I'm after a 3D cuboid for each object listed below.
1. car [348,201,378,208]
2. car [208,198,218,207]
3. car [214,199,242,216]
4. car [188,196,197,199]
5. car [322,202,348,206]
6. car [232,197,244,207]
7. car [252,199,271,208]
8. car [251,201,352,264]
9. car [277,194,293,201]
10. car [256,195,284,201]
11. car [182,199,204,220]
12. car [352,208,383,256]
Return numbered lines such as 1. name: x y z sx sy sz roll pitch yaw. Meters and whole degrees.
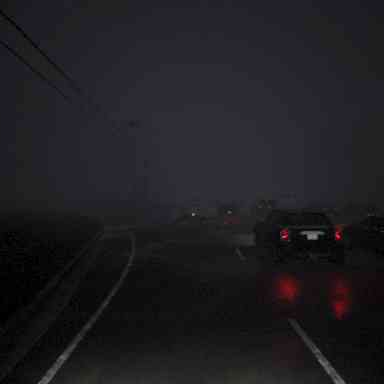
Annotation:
1. car: 14.101 1.564 28.405 1.837 1.490 4.892 0 0 0
2. car: 3.604 1.638 53.869 1.812 1.442 4.674 0 0 0
3. car: 3.602 1.671 34.025 1.895 1.301 4.718 0 0 0
4. car: 0.103 1.461 52.151 2.097 1.767 4.553 0 0 0
5. car: 10.602 1.548 27.659 2.128 1.511 4.902 0 0 0
6. car: 7.103 1.601 52.839 2.128 1.511 4.902 0 0 0
7. car: 10.603 1.707 50.930 1.895 1.301 4.718 0 0 0
8. car: 3.601 1.375 12.067 2.097 1.767 4.553 0 0 0
9. car: 14.103 1.329 51.921 2.150 2.045 5.566 0 0 0
10. car: 7.103 1.420 32.583 2.097 1.767 4.553 0 0 0
11. car: 0.098 1.585 28.987 1.812 1.442 4.674 0 0 0
12. car: 7.101 1.528 11.836 1.837 1.490 4.892 0 0 0
